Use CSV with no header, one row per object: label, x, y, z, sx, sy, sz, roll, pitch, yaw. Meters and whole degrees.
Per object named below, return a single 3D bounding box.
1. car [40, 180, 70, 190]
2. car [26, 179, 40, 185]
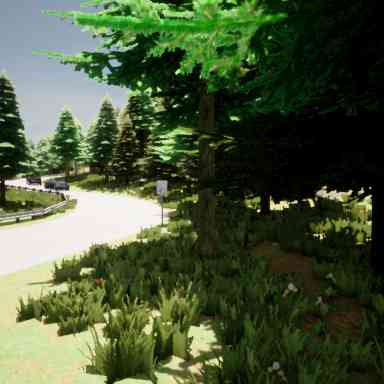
car,-18.773,-0.987,46.136,4.181,1.385,1.994,6,4,40
car,-25.392,-1.914,53.410,1.837,1.490,4.892,0,5,-33
